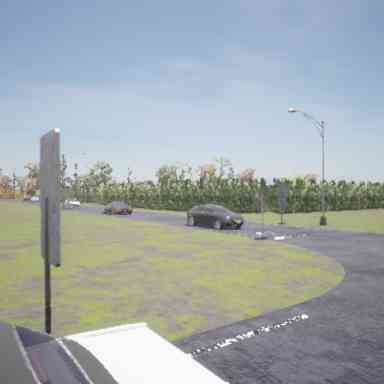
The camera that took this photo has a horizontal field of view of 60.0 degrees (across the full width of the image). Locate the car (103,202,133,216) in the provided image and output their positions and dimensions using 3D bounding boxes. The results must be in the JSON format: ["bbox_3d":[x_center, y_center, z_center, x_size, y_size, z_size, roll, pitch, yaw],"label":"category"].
[{"bbox_3d":[-8.072,1.774,36.204,1.994,1.385,4.181,-1,0,-36],"label":"car"}]

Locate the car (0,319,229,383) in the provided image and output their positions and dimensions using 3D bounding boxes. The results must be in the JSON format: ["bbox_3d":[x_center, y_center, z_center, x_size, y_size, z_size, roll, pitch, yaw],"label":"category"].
[{"bbox_3d":[-1.902,1.597,1.592,4.718,1.301,1.895,0,0,-35],"label":"car"}]

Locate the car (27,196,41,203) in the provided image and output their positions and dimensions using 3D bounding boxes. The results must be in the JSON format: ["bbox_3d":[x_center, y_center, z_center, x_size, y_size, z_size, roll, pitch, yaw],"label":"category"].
[{"bbox_3d":[-39.944,1.920,84.698,1.812,1.442,4.674,-1,0,-36],"label":"car"}]

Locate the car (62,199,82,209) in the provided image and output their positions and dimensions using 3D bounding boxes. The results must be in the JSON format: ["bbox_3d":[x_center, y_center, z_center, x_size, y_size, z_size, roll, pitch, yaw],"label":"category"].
[{"bbox_3d":[-18.194,1.805,50.312,1.812,1.442,4.674,-1,0,-36],"label":"car"}]

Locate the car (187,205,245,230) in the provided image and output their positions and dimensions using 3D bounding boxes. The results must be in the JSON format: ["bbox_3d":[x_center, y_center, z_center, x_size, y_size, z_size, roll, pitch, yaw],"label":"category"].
[{"bbox_3d":[1.503,1.653,22.707,1.837,1.490,4.892,-1,0,-35],"label":"car"}]
